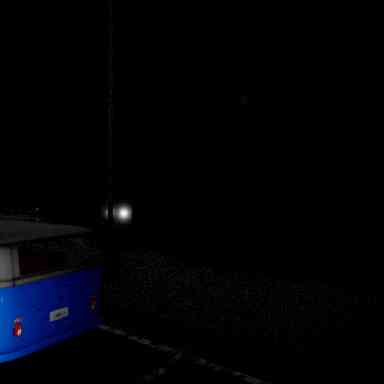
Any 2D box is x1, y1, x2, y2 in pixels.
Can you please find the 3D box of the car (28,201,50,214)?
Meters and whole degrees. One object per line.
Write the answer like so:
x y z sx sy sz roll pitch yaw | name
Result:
-13.180 1.515 31.767 1.812 1.442 4.674 0 0 35 | car

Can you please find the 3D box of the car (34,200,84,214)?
-14.266 1.580 35.896 1.895 1.301 4.718 0 0 35 | car

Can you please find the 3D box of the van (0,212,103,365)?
-3.224 1.341 5.377 3.998 1.788 1.690 0 0 36 | van
